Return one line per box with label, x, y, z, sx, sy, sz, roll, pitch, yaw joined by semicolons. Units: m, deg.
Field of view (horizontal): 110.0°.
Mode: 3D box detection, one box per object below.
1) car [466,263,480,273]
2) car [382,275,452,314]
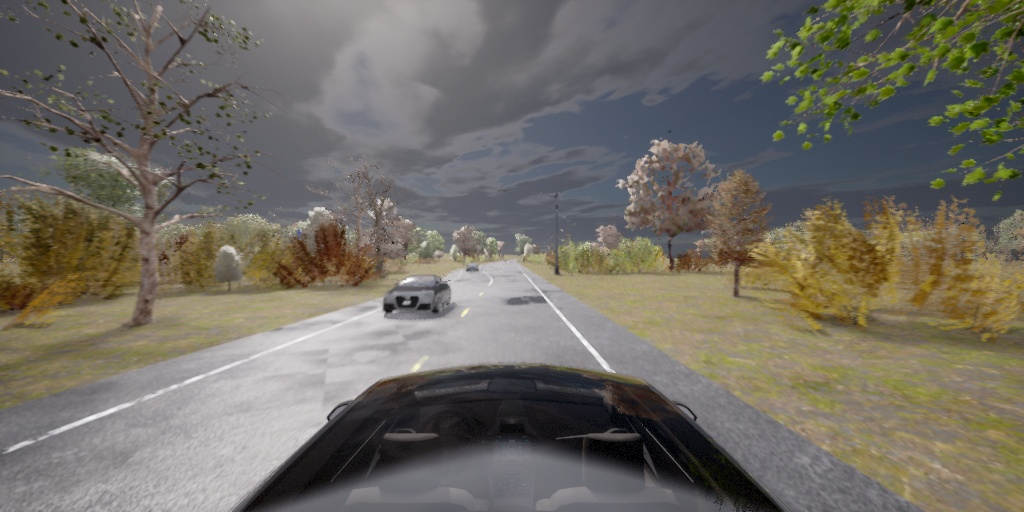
car;-6.016;1.758;54.505;1.812;1.442;4.674;0;0;-6
car;-3.618;1.441;14.328;1.994;1.385;4.181;0;-1;0
